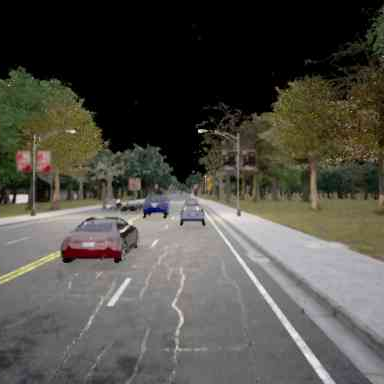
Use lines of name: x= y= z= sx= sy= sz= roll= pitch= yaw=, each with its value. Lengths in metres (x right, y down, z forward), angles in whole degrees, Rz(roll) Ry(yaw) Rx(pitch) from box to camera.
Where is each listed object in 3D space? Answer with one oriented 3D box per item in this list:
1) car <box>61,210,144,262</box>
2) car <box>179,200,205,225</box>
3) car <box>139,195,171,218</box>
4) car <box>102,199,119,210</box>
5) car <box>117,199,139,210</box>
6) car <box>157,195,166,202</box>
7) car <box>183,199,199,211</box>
car: x=-3.169 y=1.582 z=12.187 sx=1.994 sy=1.385 sz=4.181 roll=0 pitch=0 yaw=0
car: x=0.032 y=1.596 z=24.750 sx=2.033 sy=1.411 sz=5.357 roll=0 pitch=0 yaw=0
car: x=-3.252 y=1.290 z=31.236 sx=2.150 sy=2.045 sz=5.566 roll=0 pitch=0 yaw=0
car: x=-10.021 y=1.593 z=42.178 sx=2.128 sy=1.511 sz=4.902 roll=0 pitch=0 yaw=0
car: x=-6.739 y=1.689 z=37.361 sx=1.895 sy=1.301 sz=4.718 roll=0 pitch=0 yaw=0
car: x=-7.097 y=1.424 z=77.944 sx=1.837 sy=1.490 sz=4.892 roll=0 pitch=0 yaw=-1
car: x=-0.109 y=1.672 z=43.853 sx=1.994 sy=1.385 sz=4.181 roll=0 pitch=0 yaw=0
